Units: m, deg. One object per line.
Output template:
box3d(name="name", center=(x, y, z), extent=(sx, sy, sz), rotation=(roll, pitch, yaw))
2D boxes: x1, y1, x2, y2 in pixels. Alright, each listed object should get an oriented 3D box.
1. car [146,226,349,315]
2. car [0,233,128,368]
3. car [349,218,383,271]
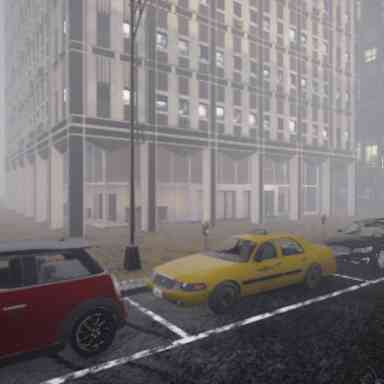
box3d(name="car", center=(1.337, 1.528, 7.517), extent=(4.829, 1.417, 1.752), rotation=(0, 0, -36))
box3d(name="car", center=(-3.044, 1.440, 4.392), extent=(4.097, 1.590, 1.967), rotation=(0, 0, -36))
box3d(name="car", center=(5.995, 1.556, 10.839), extent=(4.403, 1.369, 2.008), rotation=(0, 0, -36))
